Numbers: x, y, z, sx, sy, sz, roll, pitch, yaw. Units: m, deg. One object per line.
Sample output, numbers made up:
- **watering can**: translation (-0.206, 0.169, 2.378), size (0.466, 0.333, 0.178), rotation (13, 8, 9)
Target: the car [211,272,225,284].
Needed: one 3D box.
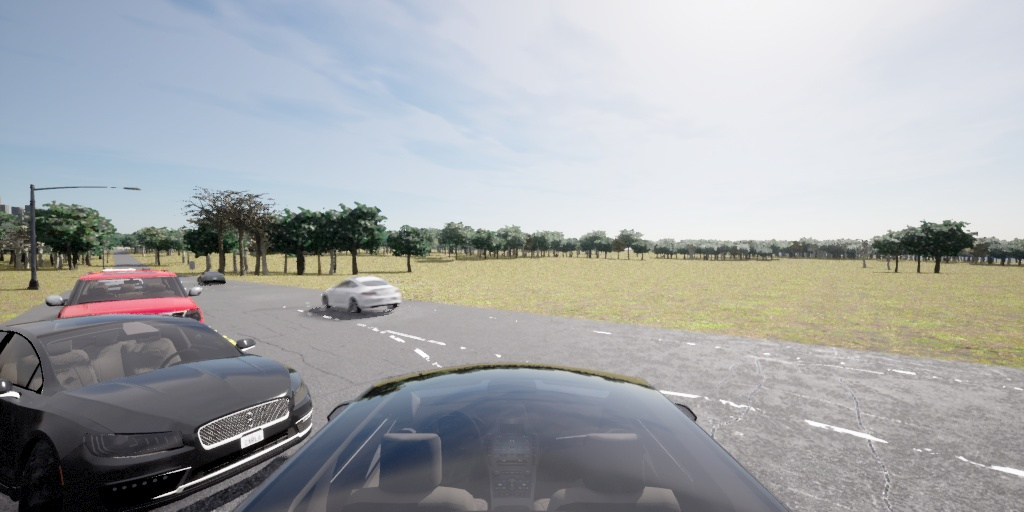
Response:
- **car**: translation (-33.451, 2.428, 39.875), size (4.181, 1.385, 1.994), rotation (-2, 0, 42)

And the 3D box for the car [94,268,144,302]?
- **car**: translation (-27.584, 1.891, 25.203), size (5.566, 2.045, 2.150), rotation (-2, 0, 42)

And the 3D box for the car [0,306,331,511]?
- **car**: translation (-4.488, 1.445, 4.028), size (4.892, 1.490, 1.837), rotation (-3, -3, 22)

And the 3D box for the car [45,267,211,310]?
- **car**: translation (-9.310, 1.386, 8.766), size (5.566, 2.045, 2.150), rotation (-2, 0, 42)

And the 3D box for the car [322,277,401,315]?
- **car**: translation (-6.684, 1.650, 15.827), size (4.674, 1.442, 1.812), rotation (-2, 0, 42)
